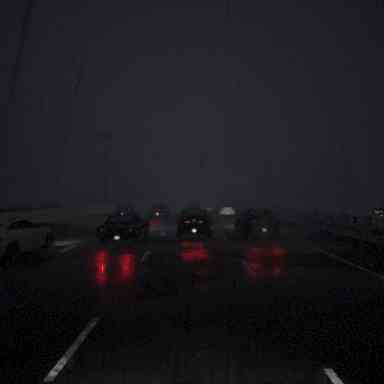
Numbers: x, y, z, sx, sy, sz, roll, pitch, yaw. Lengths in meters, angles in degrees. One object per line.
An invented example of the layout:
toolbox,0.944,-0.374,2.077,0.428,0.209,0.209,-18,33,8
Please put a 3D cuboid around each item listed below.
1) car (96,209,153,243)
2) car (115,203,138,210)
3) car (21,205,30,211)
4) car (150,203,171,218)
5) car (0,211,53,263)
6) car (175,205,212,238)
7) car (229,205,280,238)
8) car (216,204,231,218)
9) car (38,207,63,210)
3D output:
car,-3.387,1.791,17.226,1.895,1.301,4.718,0,-1,0
car,-6.876,1.957,35.072,1.837,1.490,4.892,0,-1,0
car,-21.066,2.139,39.228,1.895,1.301,4.718,0,-1,0
car,-3.375,1.957,35.074,1.837,1.490,4.892,0,-1,0
car,-6.904,1.662,12.481,1.812,1.442,4.674,0,-1,0
car,0.114,1.717,19.181,1.837,1.490,4.892,0,-1,0
car,3.614,1.702,18.989,2.128,1.511,4.902,0,-1,0
car,3.626,1.999,36.058,1.812,1.442,4.674,0,-1,0
car,-17.561,2.087,41.075,1.837,1.490,4.892,0,-2,0
